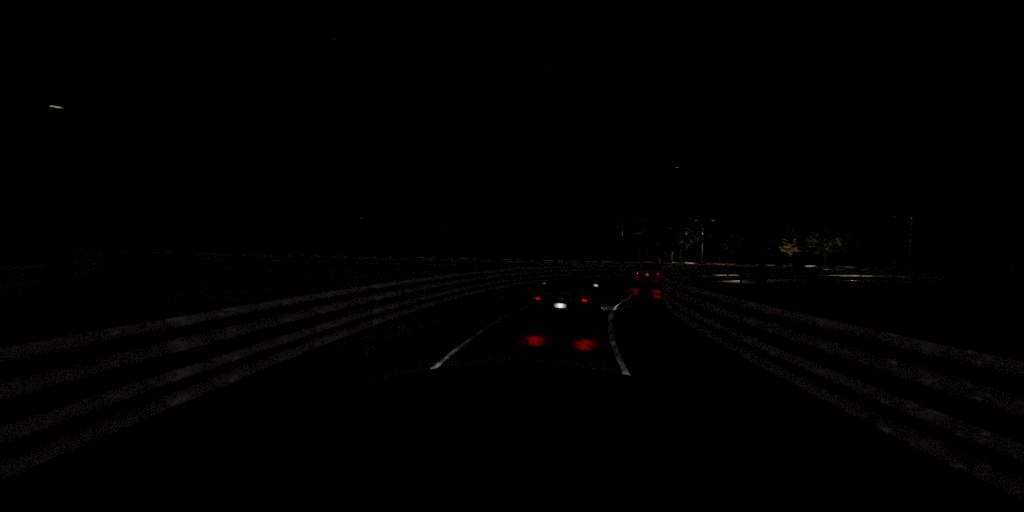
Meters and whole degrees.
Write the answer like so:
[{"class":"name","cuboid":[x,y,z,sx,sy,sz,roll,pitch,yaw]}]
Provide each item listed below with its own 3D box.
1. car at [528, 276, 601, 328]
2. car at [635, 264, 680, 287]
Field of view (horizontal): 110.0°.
[{"class":"car","cuboid":[1.866,1.360,11.847,1.994,1.385,4.181,1,0,15]},{"class":"car","cuboid":[11.412,1.421,27.992,2.097,1.767,4.553,1,0,43]}]
